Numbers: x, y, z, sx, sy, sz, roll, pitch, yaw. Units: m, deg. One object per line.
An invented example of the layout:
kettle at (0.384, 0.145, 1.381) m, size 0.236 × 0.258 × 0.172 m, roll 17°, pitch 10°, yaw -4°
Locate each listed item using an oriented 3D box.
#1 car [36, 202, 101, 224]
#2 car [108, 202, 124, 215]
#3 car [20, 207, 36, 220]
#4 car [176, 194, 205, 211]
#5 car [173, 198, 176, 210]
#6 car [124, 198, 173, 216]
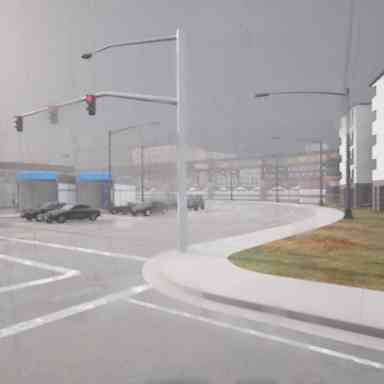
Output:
car at (-9.418, 1.642, 26.397) m, size 1.812 × 1.442 × 4.674 m, roll 0°, pitch 0°, yaw 36°
car at (-6.903, 1.736, 36.233) m, size 1.895 × 1.301 × 4.718 m, roll 0°, pitch 0°, yaw 30°
car at (-12.128, 1.639, 28.621) m, size 1.837 × 1.490 × 4.892 m, roll 0°, pitch 0°, yaw 36°
car at (0.127, 1.349, 43.606) m, size 2.150 × 2.045 × 5.566 m, roll 0°, pitch 0°, yaw 16°
car at (-2.989, 1.651, 45.423) m, size 1.837 × 1.490 × 4.892 m, roll 0°, pitch 0°, yaw 15°
car at (-4.293, 1.622, 33.888) m, size 1.837 × 1.490 × 4.892 m, roll 0°, pitch 0°, yaw 30°
